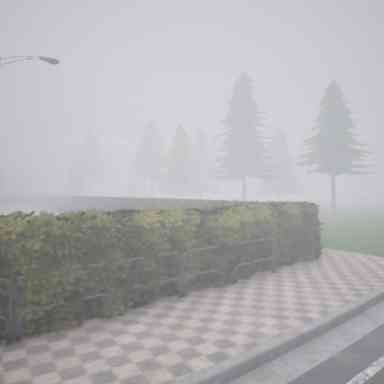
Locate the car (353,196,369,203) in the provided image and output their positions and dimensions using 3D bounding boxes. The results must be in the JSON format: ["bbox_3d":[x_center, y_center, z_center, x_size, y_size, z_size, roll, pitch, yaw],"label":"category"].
[{"bbox_3d":[33.196,1.435,65.322,1.994,1.385,4.181,0,0,10],"label":"car"}]
